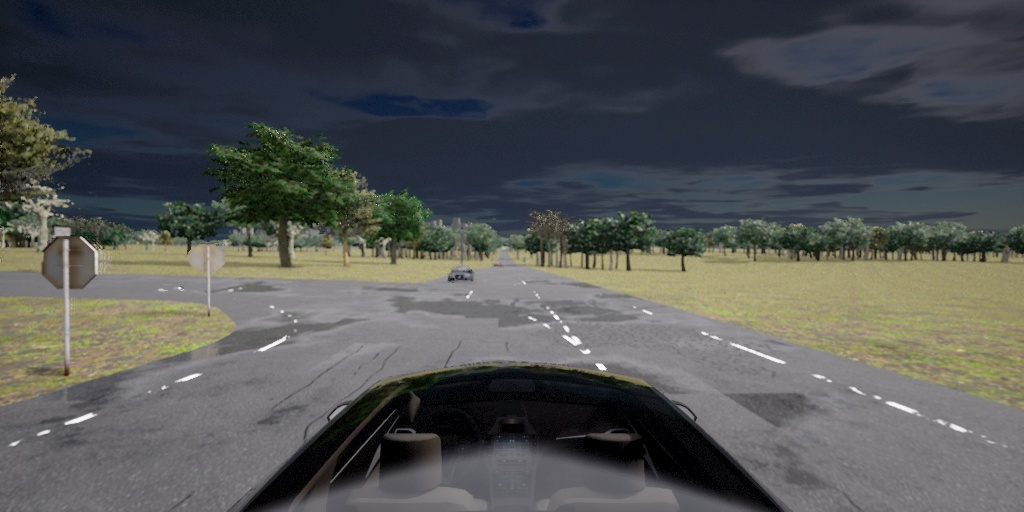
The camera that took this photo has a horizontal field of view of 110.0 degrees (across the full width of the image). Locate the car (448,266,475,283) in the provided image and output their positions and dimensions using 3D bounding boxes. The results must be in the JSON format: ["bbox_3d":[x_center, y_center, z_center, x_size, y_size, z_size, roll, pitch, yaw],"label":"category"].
[{"bbox_3d":[-4.260,1.556,30.754,1.994,1.385,4.181,0,-1,-1],"label":"car"}]
